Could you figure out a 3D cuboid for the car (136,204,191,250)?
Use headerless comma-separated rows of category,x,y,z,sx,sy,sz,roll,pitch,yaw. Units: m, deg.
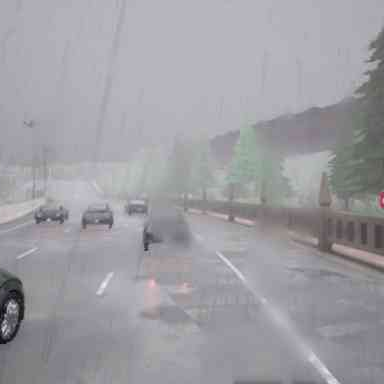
car,-1.199,1.497,14.423,2.128,1.511,4.902,0,0,-8

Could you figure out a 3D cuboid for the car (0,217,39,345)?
car,-3.683,1.367,3.512,2.097,1.767,4.553,0,0,-2

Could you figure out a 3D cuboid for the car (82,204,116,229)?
car,-6.144,1.517,22.000,2.128,1.511,4.902,0,0,-12

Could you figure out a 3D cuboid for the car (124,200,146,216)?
car,-5.635,1.502,33.260,1.882,1.535,5.008,0,0,-18

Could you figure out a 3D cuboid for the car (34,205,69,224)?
car,-10.459,1.643,25.144,1.895,1.301,4.718,0,0,-14
